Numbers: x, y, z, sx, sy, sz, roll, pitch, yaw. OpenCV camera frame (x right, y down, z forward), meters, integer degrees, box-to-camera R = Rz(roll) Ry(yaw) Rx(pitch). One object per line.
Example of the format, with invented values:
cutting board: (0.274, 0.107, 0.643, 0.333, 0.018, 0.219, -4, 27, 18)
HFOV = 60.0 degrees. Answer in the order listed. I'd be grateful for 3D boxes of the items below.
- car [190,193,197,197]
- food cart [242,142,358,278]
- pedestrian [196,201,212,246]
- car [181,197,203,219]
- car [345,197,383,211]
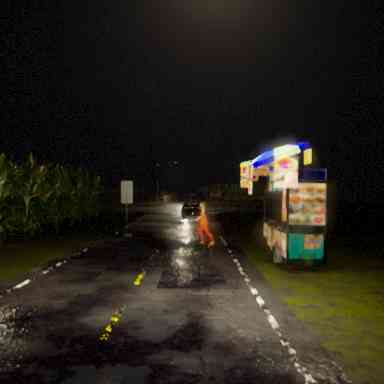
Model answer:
car: (0.295, 1.346, 89.150, 1.895, 1.301, 4.718, 0, 0, 0)
food cart: (3.188, 0.445, 11.091, 2.280, 3.560, 4.660, 1, 1, 0)
pedestrian: (0.502, 1.268, 13.810, 0.375, 1.860, 0.375, -1, 1, -3)
car: (0.155, 1.435, 27.991, 2.128, 1.511, 4.902, 0, 0, 2)
car: (20.104, 1.367, 37.668, 5.008, 1.535, 1.882, 0, 1, 7)
